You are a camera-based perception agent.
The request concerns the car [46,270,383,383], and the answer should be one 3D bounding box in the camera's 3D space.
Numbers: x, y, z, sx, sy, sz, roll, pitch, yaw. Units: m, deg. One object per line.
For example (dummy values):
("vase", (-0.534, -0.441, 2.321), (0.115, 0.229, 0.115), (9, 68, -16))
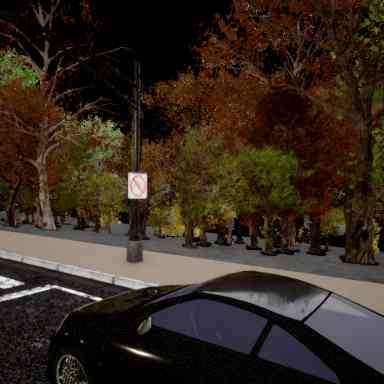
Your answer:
("car", (0.382, 1.564, 3.414), (4.181, 1.385, 1.994), (0, 0, 36))
